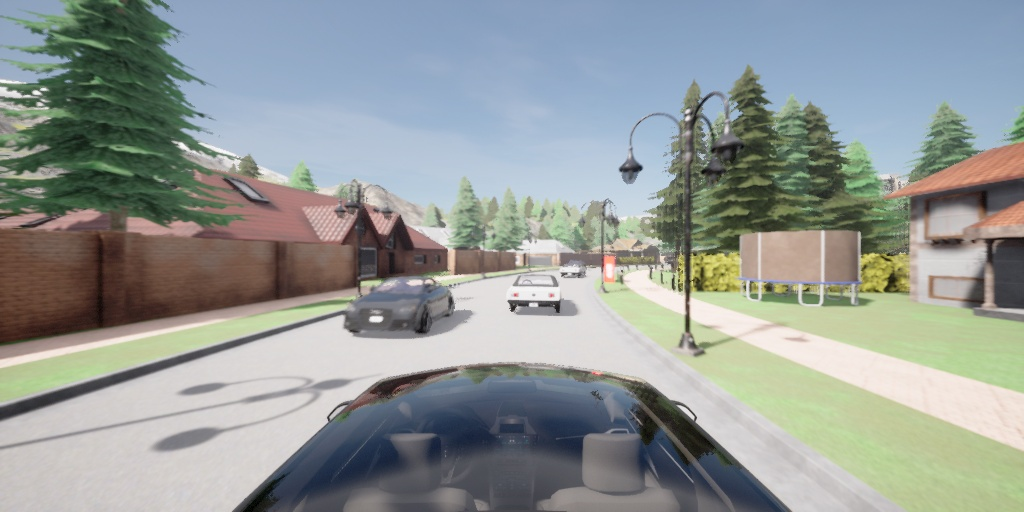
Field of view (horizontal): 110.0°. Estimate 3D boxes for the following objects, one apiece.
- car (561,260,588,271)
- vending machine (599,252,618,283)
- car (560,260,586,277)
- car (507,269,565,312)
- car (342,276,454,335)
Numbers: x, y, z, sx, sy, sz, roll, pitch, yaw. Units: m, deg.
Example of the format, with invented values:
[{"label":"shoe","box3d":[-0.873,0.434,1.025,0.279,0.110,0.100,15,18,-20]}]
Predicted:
[{"label":"car","box3d":[8.752,1.275,49.925,2.128,1.511,4.902,0,0,29]},{"label":"vending machine","box3d":[6.985,0.973,25.888,1.100,2.100,0.880,0,0,15]},{"label":"car","box3d":[6.123,1.375,35.320,1.895,1.301,4.718,0,0,20]},{"label":"car","box3d":[1.007,1.355,14.298,1.895,1.301,4.718,0,0,7]},{"label":"car","box3d":[-3.048,1.303,10.458,1.994,1.385,4.181,0,0,5]}]
